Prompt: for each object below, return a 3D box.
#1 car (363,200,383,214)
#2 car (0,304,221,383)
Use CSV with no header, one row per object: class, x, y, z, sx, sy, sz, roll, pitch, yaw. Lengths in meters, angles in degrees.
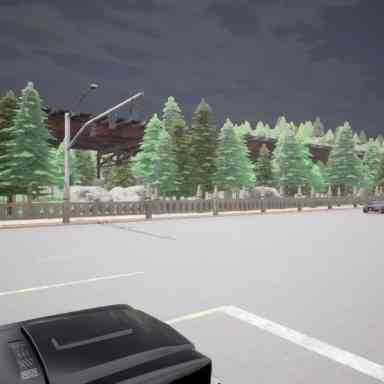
car,20.085,1.575,35.515,4.181,1.385,1.994,0,0,-36
car,-2.077,1.601,2.284,4.718,1.301,1.895,0,0,-35
